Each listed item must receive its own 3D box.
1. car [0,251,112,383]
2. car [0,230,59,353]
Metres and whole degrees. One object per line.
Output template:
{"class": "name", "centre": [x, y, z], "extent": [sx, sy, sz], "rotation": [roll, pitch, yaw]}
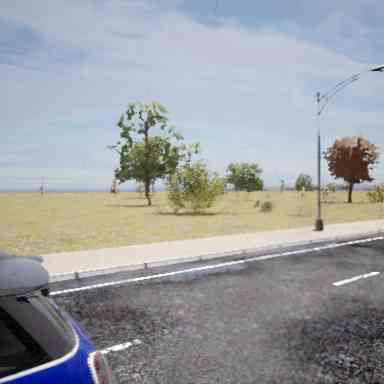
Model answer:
{"class": "car", "centre": [-2.741, 1.355, 1.730], "extent": [4.553, 1.767, 2.097], "rotation": [0, 0, -35]}
{"class": "car", "centre": [-4.563, 1.508, 4.422], "extent": [4.892, 1.490, 1.837], "rotation": [0, 0, -35]}
